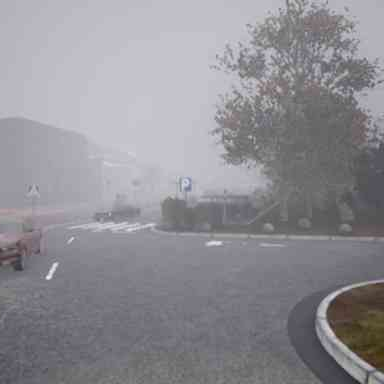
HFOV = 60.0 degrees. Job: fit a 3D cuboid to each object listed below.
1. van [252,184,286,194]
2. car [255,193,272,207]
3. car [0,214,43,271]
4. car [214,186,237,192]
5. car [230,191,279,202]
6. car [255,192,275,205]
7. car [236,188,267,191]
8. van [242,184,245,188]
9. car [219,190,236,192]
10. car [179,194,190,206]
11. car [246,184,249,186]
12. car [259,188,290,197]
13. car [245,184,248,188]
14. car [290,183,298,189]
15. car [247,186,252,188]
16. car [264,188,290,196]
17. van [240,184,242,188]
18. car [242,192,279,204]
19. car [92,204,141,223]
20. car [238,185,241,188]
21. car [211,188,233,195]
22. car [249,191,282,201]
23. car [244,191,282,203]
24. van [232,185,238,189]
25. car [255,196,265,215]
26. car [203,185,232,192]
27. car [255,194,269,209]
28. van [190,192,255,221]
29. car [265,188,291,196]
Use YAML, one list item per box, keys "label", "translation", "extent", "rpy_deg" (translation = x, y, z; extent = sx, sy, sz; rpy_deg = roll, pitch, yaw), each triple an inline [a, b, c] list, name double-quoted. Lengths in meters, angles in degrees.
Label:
- label: "van"
  translation: [12.138, 0.246, 52.541]
  extent: [4.442, 1.987, 1.878]
  rpy_deg: [-1, 2, 20]
- label: "car"
  translation: [5.437, 1.174, 34.327]
  extent: [4.792, 1.488, 2.163]
  rpy_deg: [-1, 2, 20]
- label: "car"
  translation: [-6.263, 1.559, 11.077]
  extent: [1.882, 1.535, 5.008]
  rpy_deg: [0, -1, -16]
- label: "car"
  translation: [6.207, 0.229, 60.969]
  extent: [2.097, 1.767, 4.553]
  rpy_deg: [-1, 2, 20]
- label: "car"
  translation: [7.307, 0.951, 39.547]
  extent: [5.008, 1.535, 2.097]
  rpy_deg: [-1, 2, 20]
- label: "car"
  translation: [6.349, 1.049, 36.944]
  extent: [4.892, 1.521, 2.231]
  rpy_deg: [-1, 2, 20]
- label: "car"
  translation: [8.275, 0.729, 42.142]
  extent: [4.553, 1.767, 2.185]
  rpy_deg: [-1, 2, 20]
- label: "van"
  translation: [10.961, -0.761, 87.638]
  extent: [4.442, 1.987, 1.878]
  rpy_deg: [-1, 2, 20]
- label: "car"
  translation: [5.968, 0.777, 50.487]
  extent: [1.895, 1.301, 4.718]
  rpy_deg: [-1, 2, 20]
- label: "car"
  translation: [-0.821, 1.071, 41.880]
  extent: [1.837, 1.490, 4.892]
  rpy_deg: [-1, 2, 20]
- label: "car"
  translation: [12.767, -0.703, 92.957]
  extent: [4.674, 1.452, 2.002]
  rpy_deg: [-1, 2, 20]
- label: "car"
  translation: [15.644, 0.091, 63.081]
  extent: [5.366, 1.575, 1.946]
  rpy_deg: [-1, 2, 20]
- label: "car"
  translation: [11.840, -0.606, 90.309]
  extent: [4.792, 1.488, 2.163]
  rpy_deg: [-1, 2, 20]
- label: "car"
  translation: [26.197, -1.246, 91.706]
  extent: [5.566, 2.045, 2.435]
  rpy_deg: [-1, 2, 20]
- label: "car"
  translation: [13.550, -0.066, 71.528]
  extent: [1.812, 1.442, 4.674]
  rpy_deg: [-1, 2, 20]
- label: "car"
  translation: [16.792, 0.026, 65.616]
  extent: [4.792, 1.488, 2.163]
  rpy_deg: [-1, 2, 20]
- label: "van"
  translation: [9.787, -0.658, 85.085]
  extent: [4.442, 1.987, 1.878]
  rpy_deg: [-1, 2, 20]
- label: "car"
  translation: [9.192, 0.799, 44.766]
  extent: [4.674, 1.452, 2.002]
  rpy_deg: [-1, 2, 20]
- label: "car"
  translation: [-6.111, 1.701, 27.307]
  extent: [1.895, 1.301, 4.718]
  rpy_deg: [-1, 1, 20]
- label: "car"
  translation: [8.939, -0.336, 82.417]
  extent: [5.008, 1.535, 2.097]
  rpy_deg: [-1, 2, 20]
- label: "car"
  translation: [7.036, -0.104, 77.148]
  extent: [4.674, 1.452, 2.002]
  rpy_deg: [-1, 2, 20]
- label: "car"
  translation: [11.085, 0.608, 49.983]
  extent: [4.674, 1.452, 2.002]
  rpy_deg: [-1, 2, 20]
- label: "car"
  translation: [10.135, 0.663, 47.373]
  extent: [5.008, 1.535, 2.097]
  rpy_deg: [-1, 2, 20]
- label: "van"
  translation: [8.093, -0.467, 79.735]
  extent: [4.442, 1.987, 1.878]
  rpy_deg: [-1, 2, 20]
- label: "car"
  translation: [3.545, 1.368, 29.111]
  extent: [4.792, 1.488, 2.163]
  rpy_deg: [-1, 2, 20]
- label: "car"
  translation: [5.089, -0.203, 71.883]
  extent: [5.566, 2.045, 2.435]
  rpy_deg: [-1, 2, 20]
- label: "car"
  translation: [4.288, 1.240, 31.793]
  extent: [5.366, 1.575, 1.946]
  rpy_deg: [-1, 2, 20]
- label: "van"
  translation: [2.456, 1.211, 26.548]
  extent: [4.442, 1.987, 1.878]
  rpy_deg: [-1, 2, 20]
- label: "car"
  translation: [17.717, -0.097, 68.230]
  extent: [4.892, 1.521, 2.231]
  rpy_deg: [-1, 2, 20]
